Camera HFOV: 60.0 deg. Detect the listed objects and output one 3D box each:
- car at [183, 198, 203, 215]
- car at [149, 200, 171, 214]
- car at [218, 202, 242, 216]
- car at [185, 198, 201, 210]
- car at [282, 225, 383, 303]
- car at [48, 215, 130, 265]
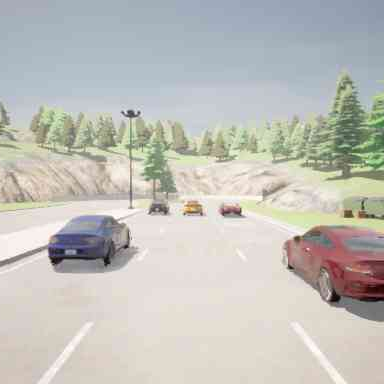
[{"bbox_3d":[0.096,1.478,33.700,1.882,1.535,5.008,0,0,0],"label":"car"},{"bbox_3d":[-3.399,1.526,34.711,1.812,1.442,4.674,0,0,0],"label":"car"},{"bbox_3d":[3.600,1.601,32.168,1.895,1.301,4.718,0,0,0],"label":"car"},{"bbox_3d":[0.126,1.547,43.573,2.033,1.411,5.357,0,0,1],"label":"car"},{"bbox_3d":[3.599,1.526,8.052,1.812,1.442,4.674,0,0,0],"label":"car"},{"bbox_3d":[-3.400,1.526,11.626,1.812,1.442,4.674,0,0,0],"label":"car"}]
